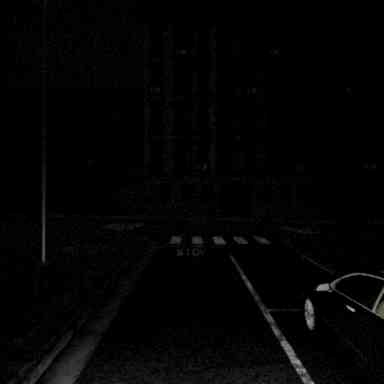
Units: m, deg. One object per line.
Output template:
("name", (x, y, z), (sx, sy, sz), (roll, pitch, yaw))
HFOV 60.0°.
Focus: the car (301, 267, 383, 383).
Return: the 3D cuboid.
("car", (2.641, 1.548, 3.867), (2.008, 1.369, 4.403), (0, 0, 0))
